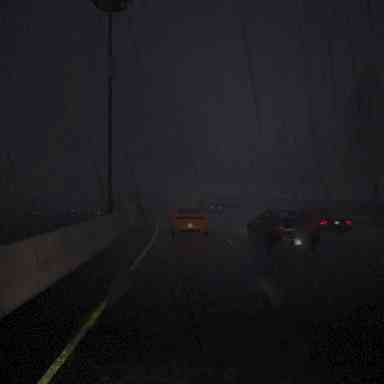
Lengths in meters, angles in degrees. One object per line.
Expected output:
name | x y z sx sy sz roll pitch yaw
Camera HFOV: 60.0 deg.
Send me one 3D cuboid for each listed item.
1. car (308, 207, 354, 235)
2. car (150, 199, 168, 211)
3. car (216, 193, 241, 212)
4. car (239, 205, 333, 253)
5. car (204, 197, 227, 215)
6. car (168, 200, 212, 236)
car | 6.796 1.526 18.487 2.033 1.411 5.357 0 0 -4
car | -3.781 1.518 39.346 1.994 1.385 4.181 0 0 -15
car | 3.814 1.177 38.090 2.150 2.045 5.566 0 0 -13
car | 3.496 1.476 13.549 2.128 1.511 4.902 0 0 -2
car | 1.432 1.509 32.783 2.033 1.411 5.357 0 0 -11
car | -0.240 1.456 18.487 1.882 1.535 5.008 0 0 -4
